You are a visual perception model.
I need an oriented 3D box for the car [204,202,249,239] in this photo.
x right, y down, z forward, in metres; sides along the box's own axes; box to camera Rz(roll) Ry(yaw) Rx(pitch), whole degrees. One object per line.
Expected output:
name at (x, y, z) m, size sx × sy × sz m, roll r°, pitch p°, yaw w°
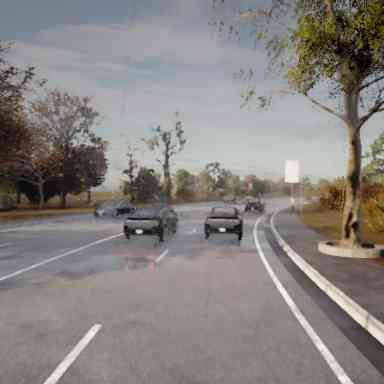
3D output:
car at (1.768, 1.512, 17.530) m, size 2.128 × 1.511 × 4.902 m, roll 0°, pitch 0°, yaw 9°

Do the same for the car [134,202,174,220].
car at (-3.170, 1.601, 28.911) m, size 1.895 × 1.301 × 4.718 m, roll 0°, pitch 0°, yaw 15°

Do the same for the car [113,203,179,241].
car at (-1.901, 1.494, 16.695) m, size 2.128 × 1.511 × 4.902 m, roll 0°, pitch 0°, yaw 9°

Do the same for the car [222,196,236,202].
car at (7.617, 1.562, 67.761) m, size 1.837 × 1.490 × 4.892 m, roll 0°, pitch 0°, yaw 24°

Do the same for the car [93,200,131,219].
car at (-6.717, 1.473, 29.023) m, size 2.128 × 1.511 × 4.902 m, roll 0°, pitch 0°, yaw 15°

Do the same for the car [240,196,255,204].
car at (11.200, 1.608, 67.219) m, size 1.812 × 1.442 × 4.674 m, roll 0°, pitch 0°, yaw 24°

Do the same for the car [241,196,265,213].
car at (7.413, 1.567, 38.866) m, size 1.837 × 1.490 × 4.892 m, roll 0°, pitch 0°, yaw 19°
